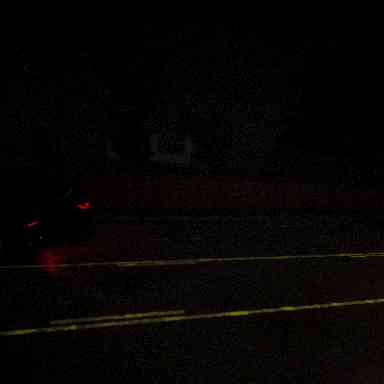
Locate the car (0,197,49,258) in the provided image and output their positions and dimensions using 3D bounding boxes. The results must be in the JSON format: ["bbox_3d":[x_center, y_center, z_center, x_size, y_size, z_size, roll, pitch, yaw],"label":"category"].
[{"bbox_3d":[-6.770,0.971,9.112,4.892,1.490,1.837,2,2,-17],"label":"car"}]

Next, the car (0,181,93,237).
[{"bbox_3d":[-6.704,0.575,12.768,5.566,2.045,2.150,2,2,-17],"label":"car"}]
